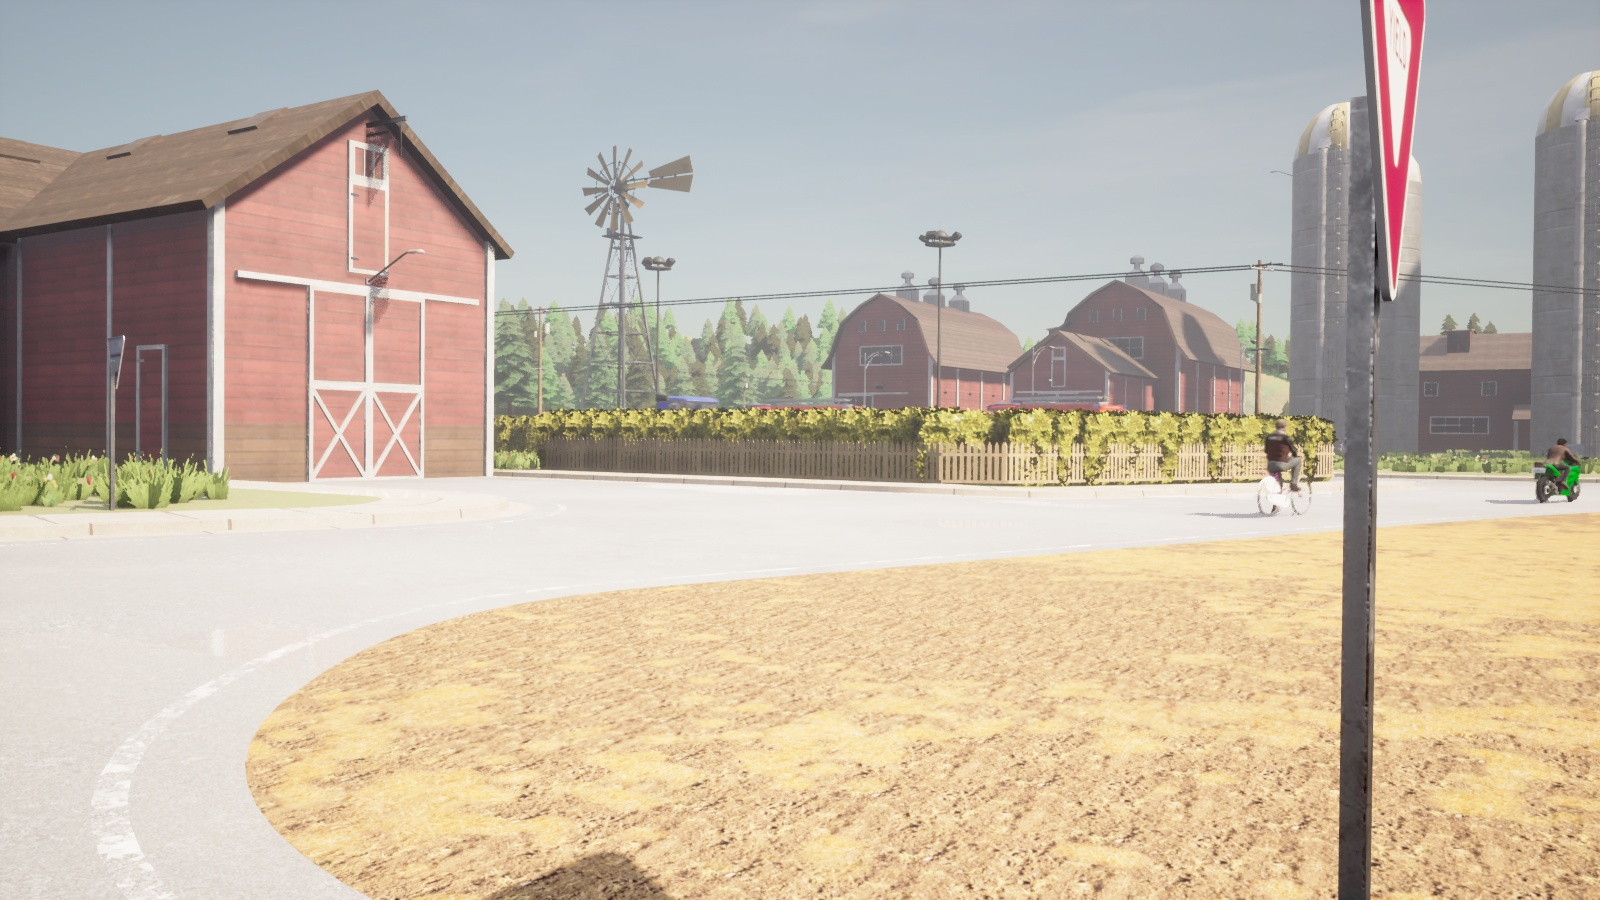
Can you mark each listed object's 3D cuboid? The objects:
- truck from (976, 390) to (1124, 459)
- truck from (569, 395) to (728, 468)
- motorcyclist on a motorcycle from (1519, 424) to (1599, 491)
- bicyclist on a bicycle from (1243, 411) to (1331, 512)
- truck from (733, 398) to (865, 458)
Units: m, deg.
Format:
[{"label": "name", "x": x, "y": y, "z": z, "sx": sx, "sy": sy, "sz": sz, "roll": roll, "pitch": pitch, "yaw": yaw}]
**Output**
[{"label": "truck", "x": 14.536, "y": -1.432, "z": 73.741, "sx": 2.891, "sy": 3.827, "sz": 8.468, "roll": -1, "pitch": 1, "yaw": -42}, {"label": "truck", "x": -7.709, "y": -0.906, "z": 63.373, "sx": 7.936, "sy": 3.462, "sz": 2.891, "roll": 0, "pitch": 1, "yaw": 33}, {"label": "motorcyclist on a motorcycle", "x": 17.749, "y": 0.163, "z": 29.348, "sx": 2.044, "sy": 1.523, "sz": 0.797, "roll": -1, "pitch": 1, "yaw": -34}, {"label": "bicyclist on a bicycle", "x": 8.831, "y": 0.183, "z": 22.747, "sx": 1.843, "sy": 1.776, "sz": 0.659, "roll": -1, "pitch": 1, "yaw": -39}, {"label": "truck", "x": -0.106, "y": -1.429, "z": 83.222, "sx": 8.468, "sy": 3.827, "sz": 2.891, "roll": 0, "pitch": 1, "yaw": 33}]
